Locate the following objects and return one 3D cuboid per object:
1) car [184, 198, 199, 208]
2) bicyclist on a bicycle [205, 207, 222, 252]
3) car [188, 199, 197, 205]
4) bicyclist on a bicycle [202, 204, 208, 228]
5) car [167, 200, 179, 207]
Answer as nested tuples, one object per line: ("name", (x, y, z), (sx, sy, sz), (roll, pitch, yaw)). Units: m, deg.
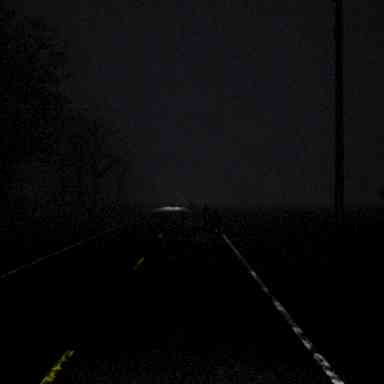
("car", (0.125, 2.030, 56.442), (2.033, 1.411, 5.357), (0, -1, 0))
("bicyclist on a bicycle", (0.971, 1.574, 13.677), (0.582, 1.620, 1.656), (0, -1, 0))
("car", (0.037, 2.177, 73.451), (1.994, 1.385, 4.181), (0, 0, 0))
("bicyclist on a bicycle", (0.977, 1.653, 22.830), (0.582, 1.620, 1.656), (0, -1, 0))
("car", (-3.498, 2.127, 61.598), (1.895, 1.301, 4.718), (0, 0, 1))
